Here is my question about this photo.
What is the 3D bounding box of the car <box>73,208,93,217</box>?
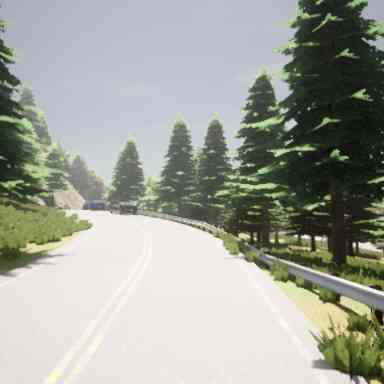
[{"bbox_3d":[-22.517,4.277,69.176,2.033,1.411,5.357,0,-9,4],"label":"car"}]

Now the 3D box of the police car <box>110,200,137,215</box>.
[{"bbox_3d":[-8.227,1.810,39.487,1.930,1.638,5.238,3,-2,-33],"label":"police car"}]

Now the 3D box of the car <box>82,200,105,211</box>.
[{"bbox_3d":[-13.844,1.898,47.503,1.882,1.535,5.008,3,-3,-30],"label":"car"}]
